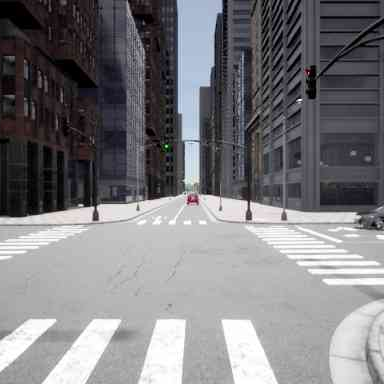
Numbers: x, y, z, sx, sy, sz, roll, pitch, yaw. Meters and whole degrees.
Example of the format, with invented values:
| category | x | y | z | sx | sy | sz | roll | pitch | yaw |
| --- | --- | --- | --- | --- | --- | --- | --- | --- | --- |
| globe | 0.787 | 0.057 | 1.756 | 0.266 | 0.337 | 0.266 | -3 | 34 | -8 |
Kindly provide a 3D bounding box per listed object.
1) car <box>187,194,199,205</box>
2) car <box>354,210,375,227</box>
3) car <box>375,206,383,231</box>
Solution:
| category | x | y | z | sx | sy | sz | roll | pitch | yaw |
| --- | --- | --- | --- | --- | --- | --- | --- | --- | --- |
| car | 0.186 | 1.295 | 62.307 | 2.150 | 2.045 | 5.566 | 0 | 0 | 0 |
| car | 12.183 | 1.410 | 19.570 | 4.902 | 1.511 | 2.128 | 0 | 0 | 2 |
| car | 12.156 | 1.415 | 16.339 | 4.902 | 1.511 | 2.128 | 0 | 0 | -1 |
